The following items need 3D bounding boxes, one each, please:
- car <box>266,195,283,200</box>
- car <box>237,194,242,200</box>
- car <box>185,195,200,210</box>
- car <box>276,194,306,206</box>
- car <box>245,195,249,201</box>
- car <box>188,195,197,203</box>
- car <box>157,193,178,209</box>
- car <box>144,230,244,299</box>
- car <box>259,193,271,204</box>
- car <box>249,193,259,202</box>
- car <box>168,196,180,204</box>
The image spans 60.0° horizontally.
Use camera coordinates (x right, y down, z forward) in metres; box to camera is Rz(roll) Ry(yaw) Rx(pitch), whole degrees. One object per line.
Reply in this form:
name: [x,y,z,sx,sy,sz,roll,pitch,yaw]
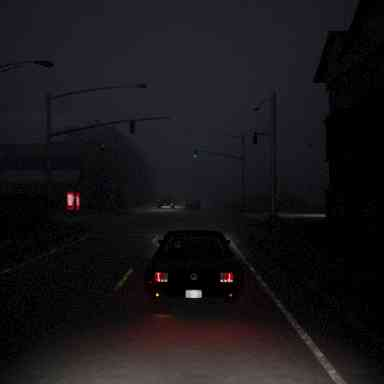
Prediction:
car: [21.297,1.397,86.063,3.806,1.475,1.970,0,0,0]
car: [13.875,1.386,89.041,3.633,1.501,1.845,0,0,0]
car: [0.101,1.490,43.017,2.128,1.511,4.902,0,0,0]
car: [14.484,1.246,48.340,3.806,1.475,1.970,0,0,0]
car: [13.743,1.111,70.457,4.605,1.855,1.932,0,0,0]
car: [0.075,1.502,70.273,1.837,1.490,4.892,0,0,0]
car: [-3.600,1.220,46.723,2.150,2.045,5.566,0,0,0]
car: [0.057,1.601,8.379,1.895,1.301,4.718,0,0,1]
car: [14.159,1.167,54.757,5.027,1.636,2.152,0,0,0]
car: [14.156,1.090,67.552,3.866,1.878,1.905,0,0,0]
car: [-3.529,1.546,67.250,2.033,1.411,5.357,0,0,1]
